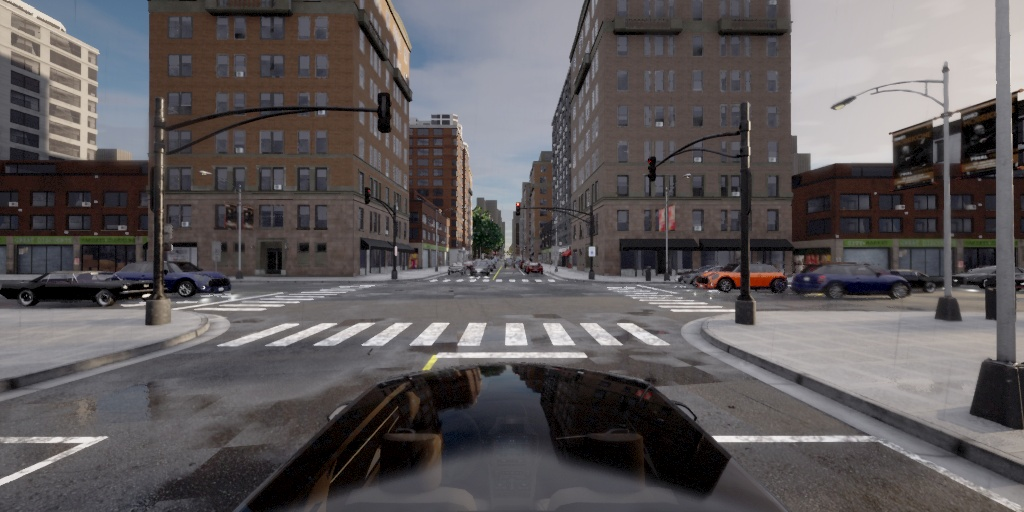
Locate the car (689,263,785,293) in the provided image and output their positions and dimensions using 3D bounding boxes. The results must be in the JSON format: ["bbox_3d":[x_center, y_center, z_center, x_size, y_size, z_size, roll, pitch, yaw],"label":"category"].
[{"bbox_3d":[13.391,1.180,21.130,4.553,1.767,2.097,0,0,0],"label":"car"}]

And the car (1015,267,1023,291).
[{"bbox_3d":[32.316,1.477,21.271,4.181,1.385,1.994,0,0,-1],"label":"car"}]

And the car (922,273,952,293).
[{"bbox_3d":[22.377,1.469,21.199,4.718,1.301,1.895,0,0,-1],"label":"car"}]

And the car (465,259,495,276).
[{"bbox_3d":[-3.268,1.268,37.559,2.128,1.511,4.902,0,0,0],"label":"car"}]

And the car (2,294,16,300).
[{"bbox_3d":[-5.855,1.190,1.453,1.967,1.591,4.097,0,0,0],"label":"car"}]

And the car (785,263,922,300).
[{"bbox_3d":[16.661,1.167,17.705,4.553,1.767,2.097,0,0,0],"label":"car"}]

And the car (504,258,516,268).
[{"bbox_3d":[-0.379,1.324,63.829,2.128,1.511,4.902,0,0,-1],"label":"car"}]

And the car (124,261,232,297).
[{"bbox_3d":[-16.447,1.024,17.470,4.553,1.767,2.097,0,0,-1],"label":"car"}]

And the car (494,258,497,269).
[{"bbox_3d":[-3.376,1.340,47.363,2.033,1.411,5.357,0,0,-1],"label":"car"}]

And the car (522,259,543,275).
[{"bbox_3d":[2.461,1.324,39.907,1.888,1.381,4.507,0,0,-1],"label":"car"}]

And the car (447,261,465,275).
[{"bbox_3d":[-6.064,1.329,39.814,2.007,1.370,4.403,0,0,-1],"label":"car"}]

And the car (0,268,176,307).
[{"bbox_3d":[-16.666,1.246,14.185,4.718,1.301,1.895,0,0,0],"label":"car"}]

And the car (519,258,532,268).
[{"bbox_3d":[2.333,1.325,51.091,1.751,1.417,4.829,0,0,-1],"label":"car"}]

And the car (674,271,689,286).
[{"bbox_3d":[13.691,1.347,24.398,4.902,1.511,2.128,0,0,0],"label":"car"}]

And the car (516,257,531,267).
[{"bbox_3d":[2.273,1.128,56.427,2.192,1.841,5.009,0,0,-1],"label":"car"}]

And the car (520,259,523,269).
[{"bbox_3d":[2.399,1.354,45.414,1.948,1.339,4.313,0,0,-1],"label":"car"}]

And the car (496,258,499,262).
[{"bbox_3d":[-3.487,1.322,57.744,1.837,1.490,4.892,0,0,0],"label":"car"}]

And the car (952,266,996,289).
[{"bbox_3d":[32.769,1.446,24.524,4.892,1.490,1.837,0,0,0],"label":"car"}]
